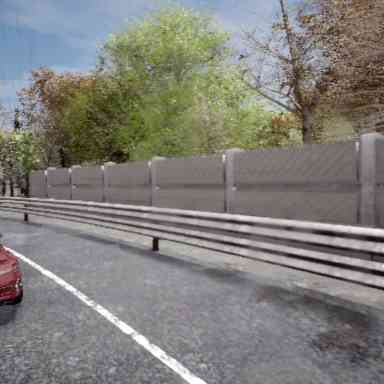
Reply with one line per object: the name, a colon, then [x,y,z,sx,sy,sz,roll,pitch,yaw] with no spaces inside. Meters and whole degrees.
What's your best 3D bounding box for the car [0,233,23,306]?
car: [-4.749,1.371,6.589,1.812,1.442,4.674,-4,3,-40]
